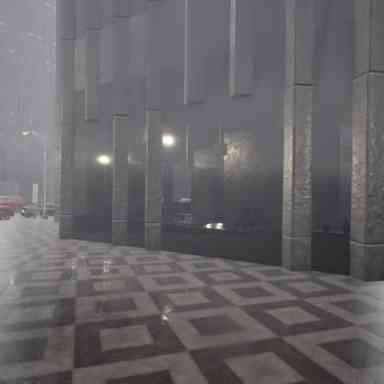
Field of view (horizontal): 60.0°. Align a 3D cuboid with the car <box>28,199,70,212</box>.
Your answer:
[{"bbox_3d":[-17.501,1.633,40.885,1.947,1.339,4.313,1,0,35],"label":"car"}]

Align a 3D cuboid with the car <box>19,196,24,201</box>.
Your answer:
[{"bbox_3d":[-20.771,1.352,36.288,2.192,1.841,5.009,1,0,35],"label":"car"}]

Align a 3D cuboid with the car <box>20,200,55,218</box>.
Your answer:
[{"bbox_3d":[-13.836,1.741,31.336,1.947,1.339,4.313,1,0,35],"label":"car"}]

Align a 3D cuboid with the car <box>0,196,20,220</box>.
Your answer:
[{"bbox_3d":[-17.106,1.462,26.738,2.192,1.841,5.009,1,0,35],"label":"car"}]
